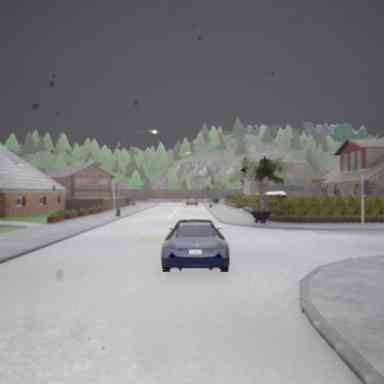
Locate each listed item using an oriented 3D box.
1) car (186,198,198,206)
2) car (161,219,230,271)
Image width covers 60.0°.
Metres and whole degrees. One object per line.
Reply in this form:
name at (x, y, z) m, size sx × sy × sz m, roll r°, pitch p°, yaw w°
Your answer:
car at (0.006, 1.666, 57.087) m, size 1.994 × 1.385 × 4.181 m, roll 0°, pitch 0°, yaw 0°
car at (0.097, 1.585, 10.959) m, size 1.994 × 1.385 × 4.181 m, roll 0°, pitch 0°, yaw 0°
